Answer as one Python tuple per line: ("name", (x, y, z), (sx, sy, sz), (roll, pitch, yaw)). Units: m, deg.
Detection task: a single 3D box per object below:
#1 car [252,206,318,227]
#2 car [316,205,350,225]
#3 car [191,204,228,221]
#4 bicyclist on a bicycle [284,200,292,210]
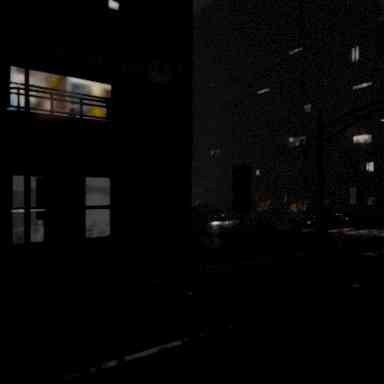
("car", (6.852, 1.867, 24.941), (1.895, 1.301, 4.718), (0, -1, -36))
("car", (9.968, 1.767, 26.123), (1.812, 1.442, 4.674), (0, -1, -35))
("car", (1.442, 1.939, 32.390), (1.837, 1.490, 4.892), (0, -1, -36))
("bicyclist on a bicycle", (10.141, 1.659, 35.258), (1.656, 1.620, 0.582), (-1, -1, -36))
